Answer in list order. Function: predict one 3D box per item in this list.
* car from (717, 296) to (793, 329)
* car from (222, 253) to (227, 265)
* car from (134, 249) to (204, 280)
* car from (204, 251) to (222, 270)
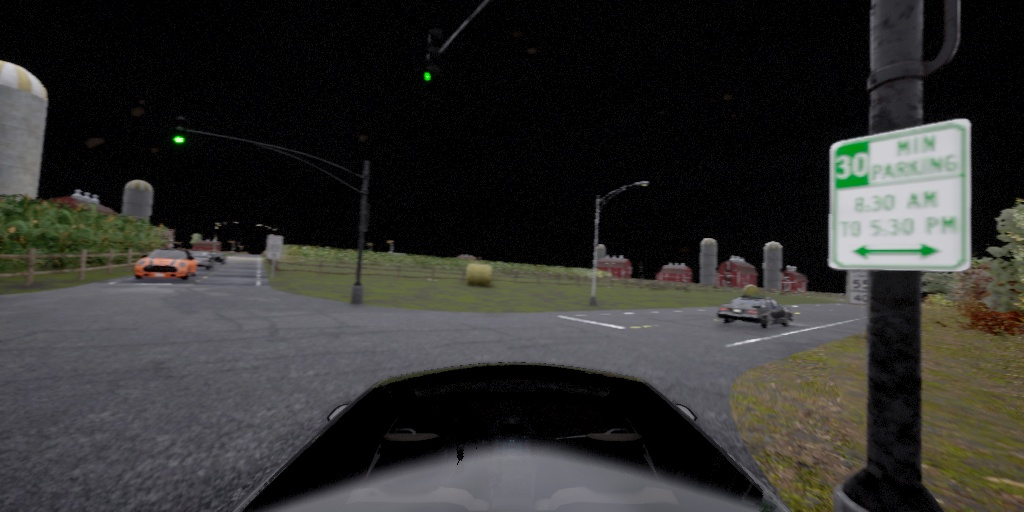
[{"bbox_3d":[12.064,2.706,17.685,5.357,1.411,2.033,6,-4,-39],"label":"car"},{"bbox_3d":[-33.751,0.266,40.794,1.895,1.301,4.718,5,-2,-35],"label":"car"},{"bbox_3d":[-19.474,0.373,20.426,2.097,1.767,4.553,5,-2,-35],"label":"car"},{"bbox_3d":[-26.502,0.333,30.408,2.128,1.511,4.902,5,-2,-35],"label":"car"}]
